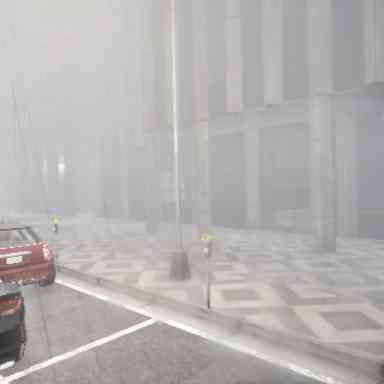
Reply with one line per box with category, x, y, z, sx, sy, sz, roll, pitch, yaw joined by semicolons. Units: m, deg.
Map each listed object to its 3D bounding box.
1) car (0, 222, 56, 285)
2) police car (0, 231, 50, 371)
car;-5.101;1.448;8.195;4.097;1.590;1.967;-1;1;42
police car;-4.274;1.453;4.917;5.238;1.638;1.930;-1;1;42
